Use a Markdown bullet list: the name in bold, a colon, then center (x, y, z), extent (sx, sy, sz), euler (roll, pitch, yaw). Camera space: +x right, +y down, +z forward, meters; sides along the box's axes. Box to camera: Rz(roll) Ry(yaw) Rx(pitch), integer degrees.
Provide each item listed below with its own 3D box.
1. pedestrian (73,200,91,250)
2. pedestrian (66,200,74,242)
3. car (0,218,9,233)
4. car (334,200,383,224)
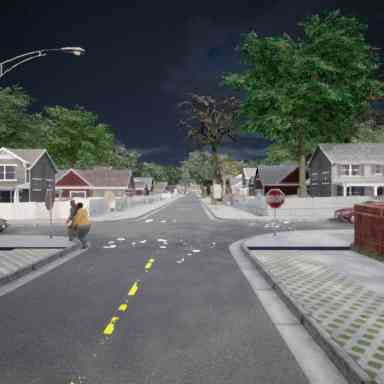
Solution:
- **pedestrian**: center (-4.212, 1.292, 12.810), extent (0.375, 1.860, 0.375), euler (0, 0, 0)
- **pedestrian**: center (-4.744, 1.138, 13.493), extent (0.375, 1.860, 0.375), euler (0, 0, 0)
- **car**: center (-12.999, 1.727, 18.942), extent (4.674, 1.442, 1.812), euler (-1, 0, 0)
- **car**: center (11.863, 1.294, 22.005), extent (4.674, 1.442, 1.812), euler (-1, 0, 0)
